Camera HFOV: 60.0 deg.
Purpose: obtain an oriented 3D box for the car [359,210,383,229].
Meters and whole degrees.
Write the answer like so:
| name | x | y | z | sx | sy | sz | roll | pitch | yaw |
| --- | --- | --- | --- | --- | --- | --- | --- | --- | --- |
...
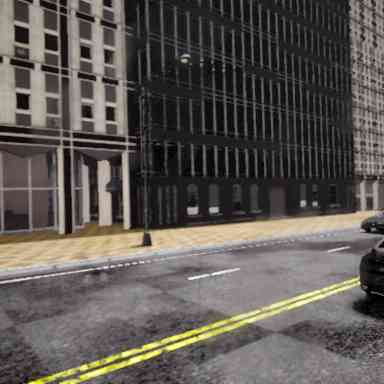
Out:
| name | x | y | z | sx | sy | sz | roll | pitch | yaw |
| --- | --- | --- | --- | --- | --- | --- | --- | --- | --- |
| car | 13.179 | 1.872 | 21.962 | 5.357 | 1.411 | 2.033 | 0 | -2 | -38 |

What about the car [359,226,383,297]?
| name | x | y | z | sx | sy | sz | roll | pitch | yaw |
| --- | --- | --- | --- | --- | --- | --- | --- | --- | --- |
| car | 5.764 | 1.607 | 7.798 | 4.892 | 1.490 | 1.837 | 0 | -2 | -38 |
